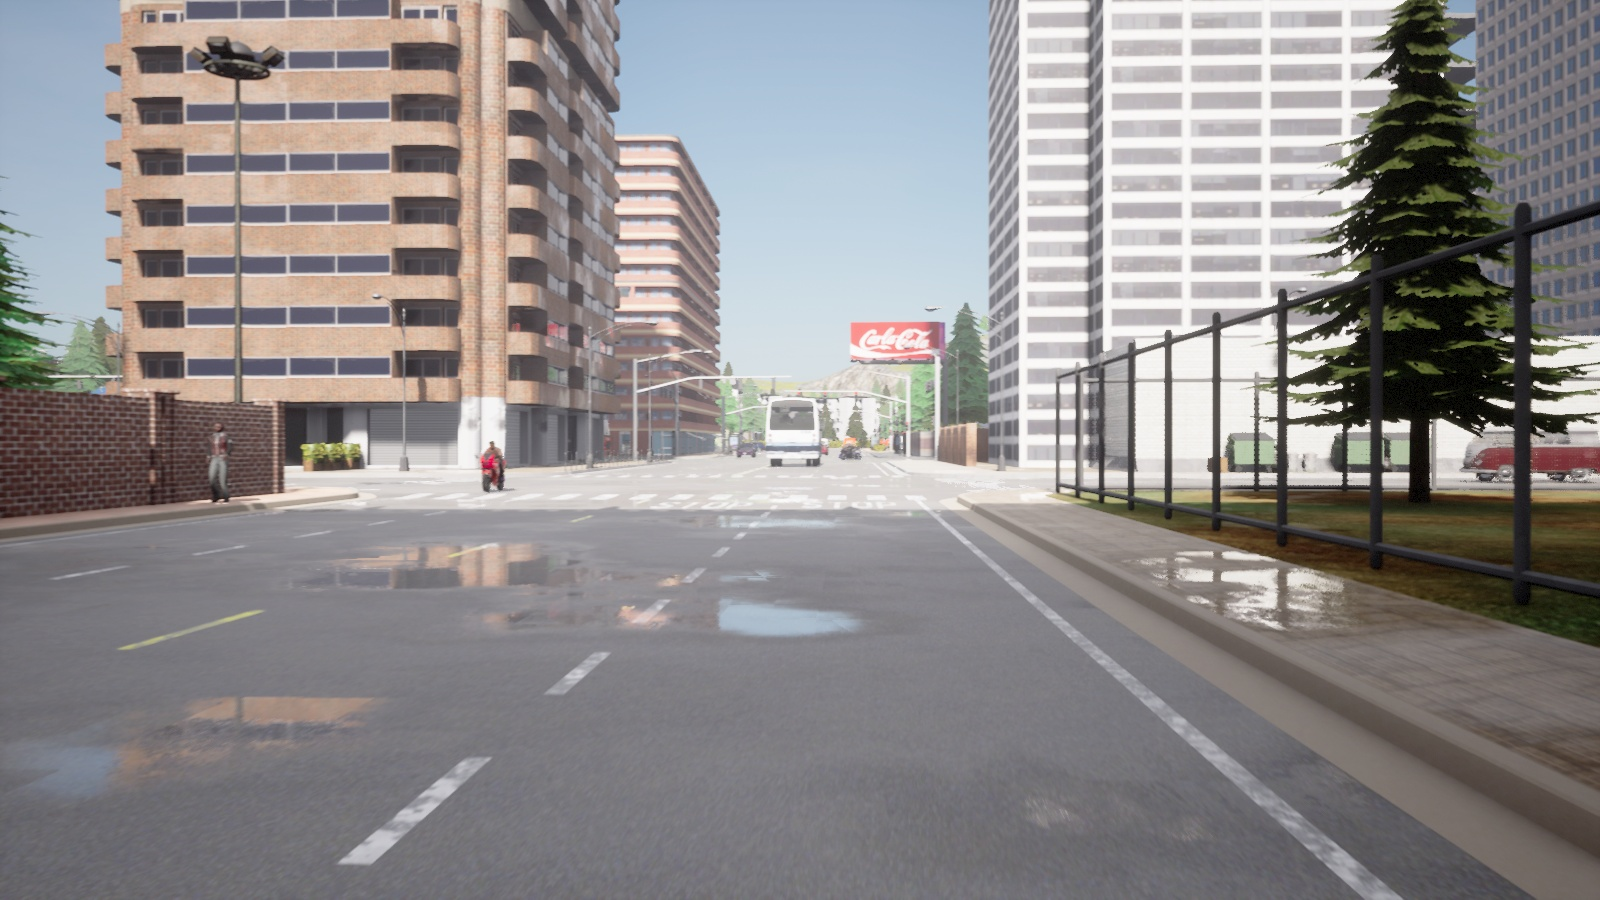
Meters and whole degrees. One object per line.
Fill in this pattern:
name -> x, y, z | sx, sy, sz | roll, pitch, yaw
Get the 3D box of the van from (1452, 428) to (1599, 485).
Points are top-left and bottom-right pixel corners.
van -> 25.982, 0.220, 44.822 | 4.442, 1.987, 1.775 | 0, 0, 2

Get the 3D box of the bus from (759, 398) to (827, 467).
bus -> -0.332, -1.092, 81.776 | 3.944, 4.253, 10.273 | 0, 0, 2

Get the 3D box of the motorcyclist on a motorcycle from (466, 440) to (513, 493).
motorcyclist on a motorcycle -> -9.084, 0.466, 36.832 | 0.797, 1.523, 2.044 | 0, 0, 2

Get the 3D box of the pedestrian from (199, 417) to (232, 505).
pedestrian -> -12.977, 0.233, 27.884 | 0.402, 1.930, 0.666 | 0, 0, 2
